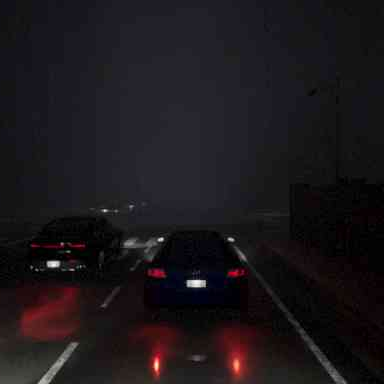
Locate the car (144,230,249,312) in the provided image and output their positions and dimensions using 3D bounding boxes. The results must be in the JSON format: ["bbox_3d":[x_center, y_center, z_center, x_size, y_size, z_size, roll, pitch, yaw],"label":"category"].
[{"bbox_3d":[0.092,1.564,7.799,1.994,1.385,4.181,0,0,0],"label":"car"}]

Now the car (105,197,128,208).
[{"bbox_3d":[-10.494,1.477,45.578,1.882,1.535,5.008,0,0,0],"label":"car"}]

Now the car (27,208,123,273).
[{"bbox_3d":[-3.461,1.507,10.629,1.837,1.490,4.892,0,1,-1],"label":"car"}]

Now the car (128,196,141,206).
[{"bbox_3d":[-10.464,1.547,56.229,2.033,1.411,5.357,0,0,0],"label":"car"}]

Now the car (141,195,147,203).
[{"bbox_3d":[-10.357,1.499,68.488,1.837,1.490,4.892,0,0,0],"label":"car"}]
